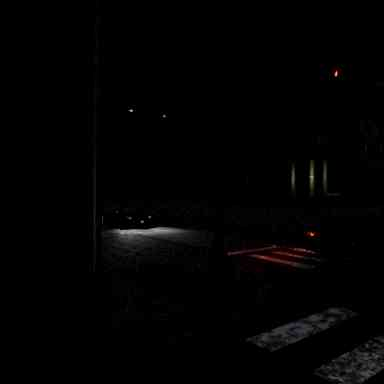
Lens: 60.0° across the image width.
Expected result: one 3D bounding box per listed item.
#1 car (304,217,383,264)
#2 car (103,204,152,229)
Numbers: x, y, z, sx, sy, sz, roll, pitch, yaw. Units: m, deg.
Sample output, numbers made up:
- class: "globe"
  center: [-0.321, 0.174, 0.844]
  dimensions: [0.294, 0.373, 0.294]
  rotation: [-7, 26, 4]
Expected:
- class: "car"
  center: [5.934, 1.530, 10.352]
  dimensions: [4.674, 1.442, 1.812]
  rotation: [1, 0, 32]
- class: "car"
  center: [-4.369, 1.532, 22.037]
  dimensions: [1.812, 1.442, 4.674]
  rotation: [0, 0, -36]
